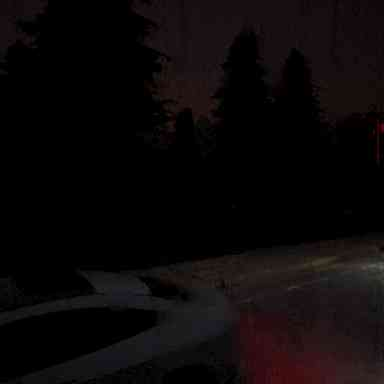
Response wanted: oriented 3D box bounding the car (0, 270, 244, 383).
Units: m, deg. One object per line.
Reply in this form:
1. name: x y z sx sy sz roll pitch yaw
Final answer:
1. car: -1.597 1.524 2.842 4.674 1.442 1.812 0 0 -35
